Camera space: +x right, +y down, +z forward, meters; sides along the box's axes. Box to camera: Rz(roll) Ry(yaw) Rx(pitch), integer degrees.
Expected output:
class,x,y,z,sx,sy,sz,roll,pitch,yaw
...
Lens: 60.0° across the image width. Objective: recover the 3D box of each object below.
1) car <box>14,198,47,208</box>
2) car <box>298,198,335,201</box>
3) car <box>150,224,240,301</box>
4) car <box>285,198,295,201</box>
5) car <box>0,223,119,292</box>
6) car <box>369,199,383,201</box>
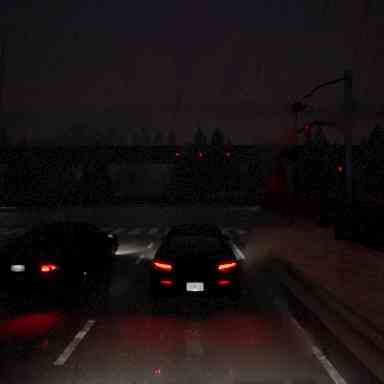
class,x,y,z,sx,sy,sz,roll,pitch,yaw
car,-22.801,1.556,47.065,4.181,1.385,1.994,0,0,0
car,16.920,1.484,43.340,4.902,1.511,2.128,0,0,0
car,0.072,1.524,8.229,1.812,1.442,4.674,0,0,0
car,14.121,1.518,46.855,4.674,1.442,1.812,0,0,2
car,-3.420,1.546,9.050,2.033,1.411,5.357,0,0,0
car,26.199,1.519,43.300,4.674,1.442,1.812,0,0,0
